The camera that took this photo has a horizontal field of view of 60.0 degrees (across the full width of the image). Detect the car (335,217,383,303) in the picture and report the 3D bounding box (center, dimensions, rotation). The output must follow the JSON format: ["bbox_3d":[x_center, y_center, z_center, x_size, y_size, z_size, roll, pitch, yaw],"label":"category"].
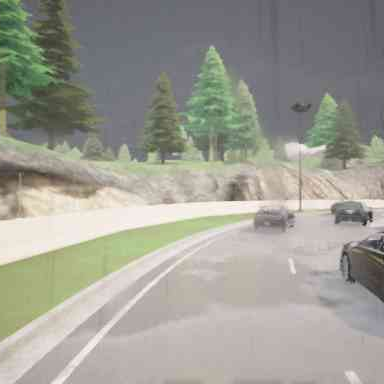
[{"bbox_3d":[4.544,1.533,6.845,2.128,1.511,4.902,0,0,9],"label":"car"}]

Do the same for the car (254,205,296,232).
[{"bbox_3d":[5.203,1.543,20.584,2.128,1.511,4.902,0,0,26],"label":"car"}]

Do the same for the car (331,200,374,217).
[{"bbox_3d":[12.318,1.467,25.098,2.097,1.767,4.553,1,0,35],"label":"car"}]

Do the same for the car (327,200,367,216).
[{"bbox_3d":[16.503,1.647,35.305,4.902,1.511,2.128,1,0,-43],"label":"car"}]
